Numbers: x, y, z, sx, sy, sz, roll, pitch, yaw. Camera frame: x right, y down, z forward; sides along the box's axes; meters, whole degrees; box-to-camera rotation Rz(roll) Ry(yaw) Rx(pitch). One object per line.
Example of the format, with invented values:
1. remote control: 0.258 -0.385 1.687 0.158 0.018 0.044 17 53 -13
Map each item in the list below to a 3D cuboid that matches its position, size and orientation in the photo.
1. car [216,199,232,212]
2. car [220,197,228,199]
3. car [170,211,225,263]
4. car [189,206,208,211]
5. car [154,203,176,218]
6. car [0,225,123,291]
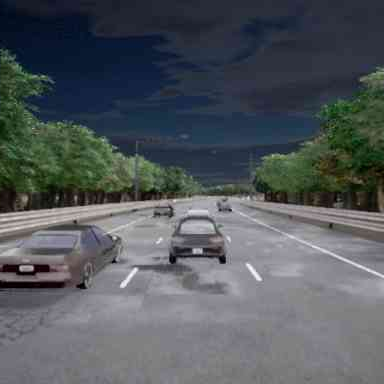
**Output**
1. car: 4.694 2.128 47.987 2.033 1.411 5.357 0 -1 3
2. car: 6.141 2.449 71.738 2.033 1.411 5.357 0 -1 4
3. car: 0.198 1.645 12.392 1.812 1.442 4.674 0 0 1
4. car: 0.616 1.943 31.304 1.895 1.301 4.718 0 -1 2
5. car: -2.782 1.870 34.325 2.128 1.511 4.902 0 -1 2
6. car: -3.351 1.633 9.312 2.033 1.411 5.357 0 -1 1
